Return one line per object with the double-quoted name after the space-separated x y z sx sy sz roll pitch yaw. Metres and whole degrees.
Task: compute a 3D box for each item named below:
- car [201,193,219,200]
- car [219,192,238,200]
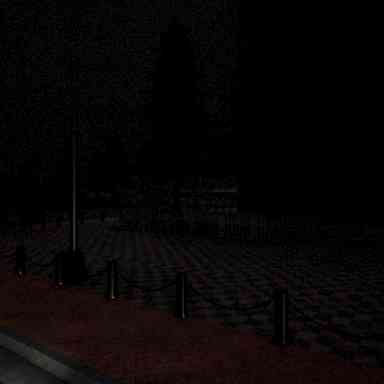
5.195 1.384 91.438 3.806 1.475 1.970 0 0 35 "car"
9.553 1.374 84.733 3.633 1.501 1.845 0 0 35 "car"
